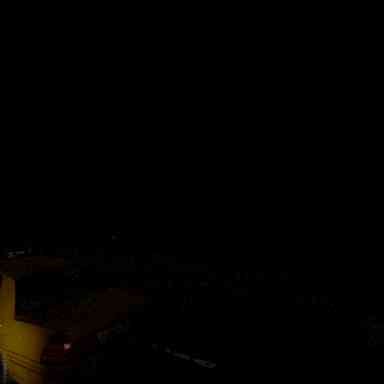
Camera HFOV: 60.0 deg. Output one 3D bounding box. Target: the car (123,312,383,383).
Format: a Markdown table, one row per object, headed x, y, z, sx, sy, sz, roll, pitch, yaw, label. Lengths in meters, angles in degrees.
| x | y | z | sx | sy | sz | roll | pitch | yaw | label |
| --- | --- | --- | --- | --- | --- | --- | --- | --- | --- |
| 1.948 | 1.551 | 1.702 | 4.403 | 1.369 | 2.008 | 0 | 1 | 35 | car |

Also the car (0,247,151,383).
| x | y | z | sx | sy | sz | roll | pitch | yaw | label |
| --- | --- | --- | --- | --- | --- | --- | --- | --- | --- |
| -2.741 | 1.524 | 5.040 | 4.829 | 1.417 | 1.752 | 0 | 1 | 35 | car |
